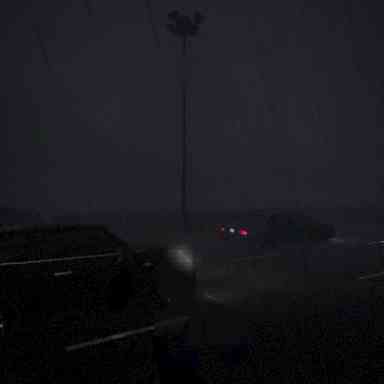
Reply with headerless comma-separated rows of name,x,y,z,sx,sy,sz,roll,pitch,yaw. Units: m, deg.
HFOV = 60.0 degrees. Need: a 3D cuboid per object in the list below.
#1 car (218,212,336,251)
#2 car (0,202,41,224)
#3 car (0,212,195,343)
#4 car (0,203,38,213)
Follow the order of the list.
car,3.723,1.557,14.205,5.357,1.411,2.033,0,0,-30
car,-13.945,1.518,23.959,5.357,1.411,2.033,0,0,-34
car,-2.145,1.348,6.385,4.553,1.767,2.097,0,0,-34
car,-10.930,1.483,17.551,4.892,1.490,1.837,1,0,-34
